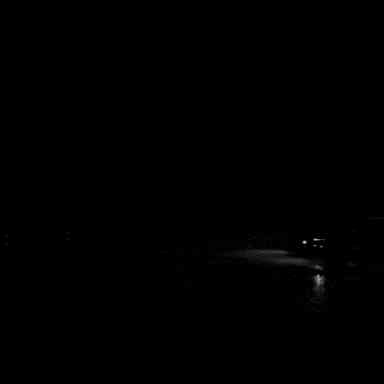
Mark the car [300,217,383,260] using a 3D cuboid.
[{"bbox_3d":[6.625,1.733,12.802,4.892,1.490,1.837,2,-2,-8],"label":"car"}]
